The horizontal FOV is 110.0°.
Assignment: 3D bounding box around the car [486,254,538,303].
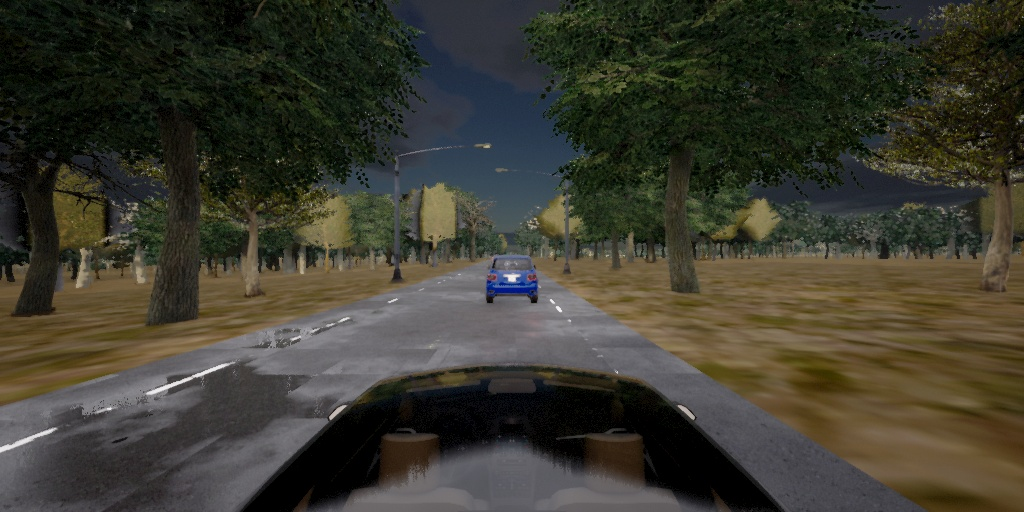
[{"bbox_3d":[0.000,0.985,16.527,2.150,2.045,5.566,0,0,0],"label":"car"}]
